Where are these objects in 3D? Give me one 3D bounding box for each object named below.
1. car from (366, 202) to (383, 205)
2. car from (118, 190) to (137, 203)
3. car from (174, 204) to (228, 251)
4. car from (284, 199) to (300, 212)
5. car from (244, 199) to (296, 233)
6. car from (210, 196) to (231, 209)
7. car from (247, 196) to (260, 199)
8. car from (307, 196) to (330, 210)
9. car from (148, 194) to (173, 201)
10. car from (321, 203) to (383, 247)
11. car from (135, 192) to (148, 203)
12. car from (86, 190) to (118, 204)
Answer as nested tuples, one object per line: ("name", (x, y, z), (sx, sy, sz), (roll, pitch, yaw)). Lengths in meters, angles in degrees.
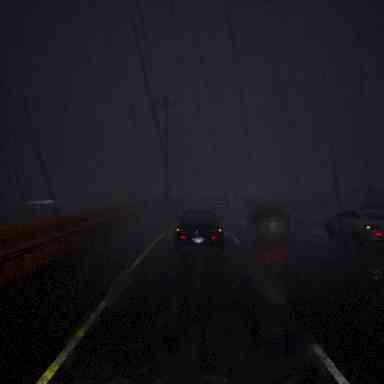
("car", (11.317, 1.349, 20.172), (1.837, 1.490, 4.892), (0, 0, 5))
("car", (-10.564, 0.768, 53.997), (2.150, 2.045, 5.566), (0, 0, 17))
("car", (0.321, 1.415, 13.443), (1.812, 1.442, 4.674), (0, 0, 2))
("car", (9.838, 1.330, 34.163), (1.895, 1.301, 4.718), (0, 0, 11))
("car", (4.153, 1.356, 18.535), (1.837, 1.490, 4.892), (0, 1, 4))
("car", (3.043, 1.201, 35.712), (2.128, 1.511, 4.902), (0, 0, 11))
("car", (6.609, 1.205, 35.696), (2.128, 1.511, 4.902), (0, 0, 11))
("car", (14.094, 1.186, 37.194), (1.882, 1.535, 5.008), (0, 0, 13))
("car", (-4.297, 1.072, 50.473), (2.128, 1.511, 4.902), (0, 1, 16))
("car", (7.362, 1.415, 14.275), (1.812, 1.442, 4.674), (0, 0, 3))
("car", (-6.974, 1.117, 53.680), (1.994, 1.385, 4.181), (0, 0, 18))
("car", (-14.547, 0.773, 52.921), (2.150, 2.045, 5.566), (0, 0, 16))
